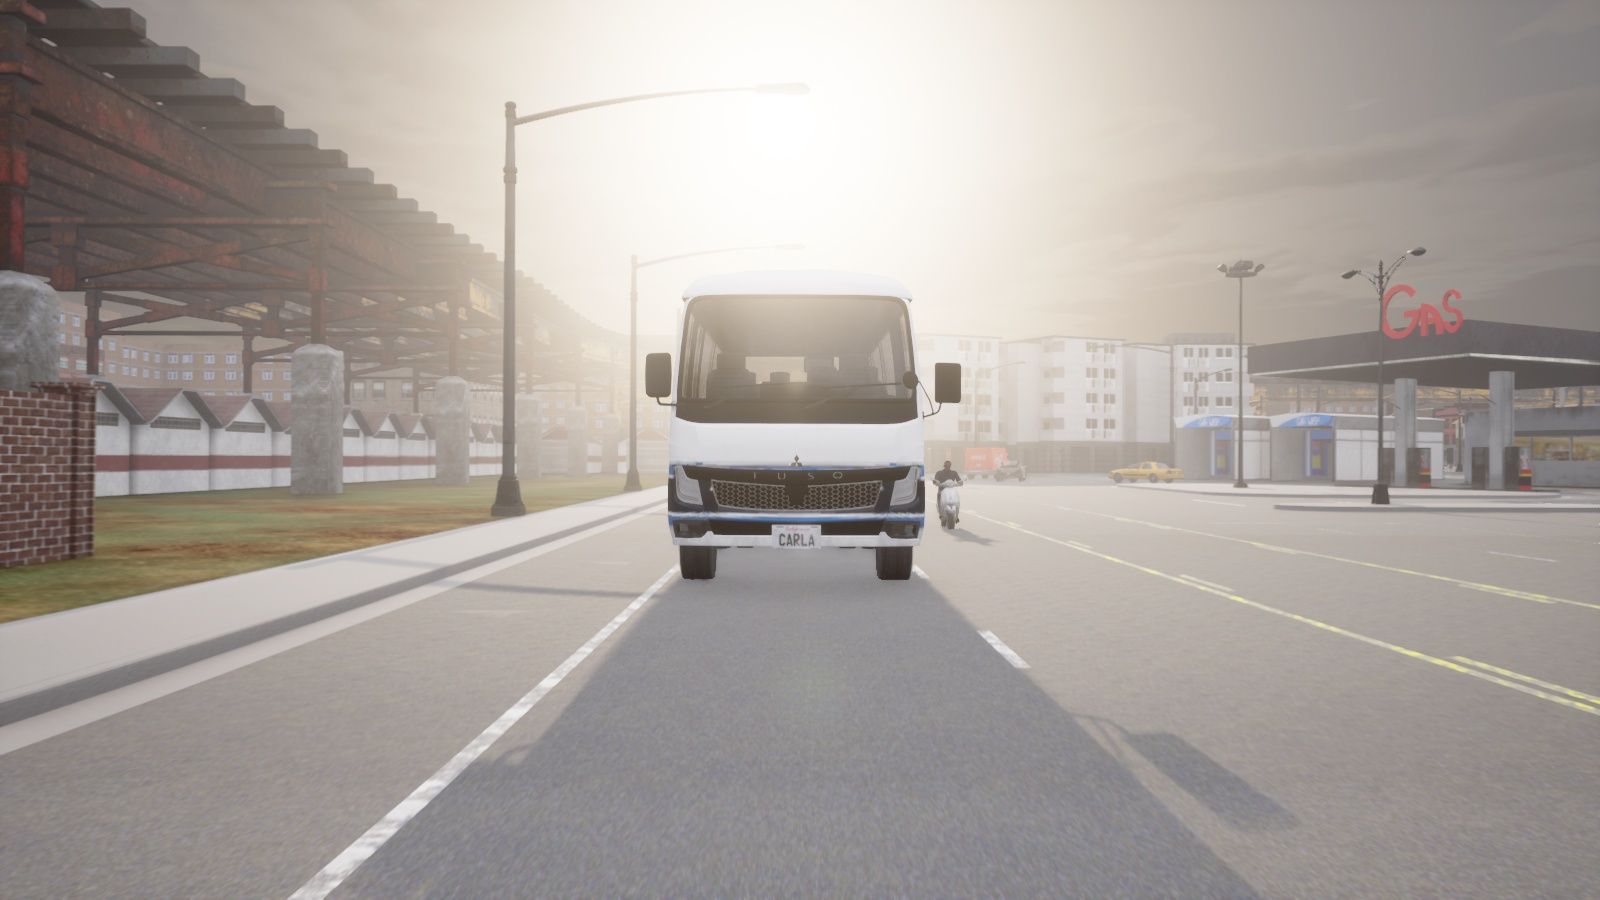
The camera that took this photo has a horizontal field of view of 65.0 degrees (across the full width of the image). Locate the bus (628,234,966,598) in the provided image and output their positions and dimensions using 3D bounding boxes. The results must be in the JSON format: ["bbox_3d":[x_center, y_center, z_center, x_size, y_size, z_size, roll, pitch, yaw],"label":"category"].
[{"bbox_3d":[-0.054,-0.373,19.846,3.944,4.253,10.273,0,0,0],"label":"bus"}]

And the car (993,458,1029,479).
[{"bbox_3d":[15.300,1.333,90.776,2.128,1.511,4.902,0,0,15],"label":"car"}]

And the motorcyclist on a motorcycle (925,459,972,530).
[{"bbox_3d":[3.429,1.000,29.135,0.866,1.590,1.817,0,0,0],"label":"motorcyclist on a motorcycle"}]

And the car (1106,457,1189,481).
[{"bbox_3d":[23.403,1.246,84.690,1.801,1.575,5.366,0,0,-37],"label":"car"}]
